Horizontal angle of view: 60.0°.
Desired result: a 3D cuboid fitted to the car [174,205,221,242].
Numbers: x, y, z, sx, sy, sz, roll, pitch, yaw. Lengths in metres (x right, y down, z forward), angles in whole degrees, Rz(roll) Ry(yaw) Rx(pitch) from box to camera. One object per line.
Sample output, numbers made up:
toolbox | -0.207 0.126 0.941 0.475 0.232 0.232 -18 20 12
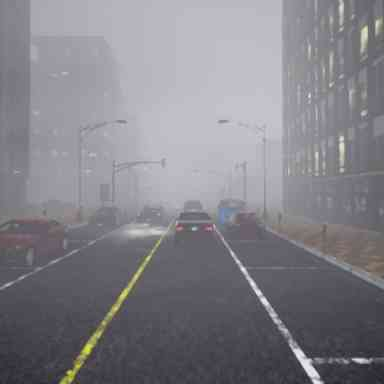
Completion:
car | 0.100 1.595 16.487 2.033 1.411 5.357 0 0 0

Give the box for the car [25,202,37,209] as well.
car | -22.959 1.594 43.606 4.829 1.417 1.752 0 -1 0

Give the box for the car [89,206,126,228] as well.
car | -5.687 1.633 22.834 1.947 1.339 4.313 0 0 0

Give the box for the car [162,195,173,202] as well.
car | -5.690 1.779 72.963 1.752 1.417 4.829 0 0 0

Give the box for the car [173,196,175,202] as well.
car | -5.689 1.618 84.212 2.192 1.841 5.009 0 0 0

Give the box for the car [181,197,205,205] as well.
car | 0.159 1.579 33.591 1.882 1.535 5.008 0 0 2

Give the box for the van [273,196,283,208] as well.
van | 14.899 1.576 52.080 3.998 1.788 1.690 0 -1 0

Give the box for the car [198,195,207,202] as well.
car | 2.692 1.618 84.213 2.192 1.841 5.009 0 0 0

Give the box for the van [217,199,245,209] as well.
van | 2.661 1.408 22.809 1.690 1.788 3.998 0 0 0

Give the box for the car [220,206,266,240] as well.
car | 2.660 1.632 17.119 1.802 1.307 4.206 0 0 0

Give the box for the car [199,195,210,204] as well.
car | 2.692 1.757 67.765 1.752 1.417 4.829 0 0 0

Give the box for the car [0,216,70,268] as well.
car | -5.687 1.578 11.456 1.887 1.381 4.507 0 0 0

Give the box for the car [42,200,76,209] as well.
car | -17.467 1.661 43.619 4.206 1.307 1.802 0 -1 0

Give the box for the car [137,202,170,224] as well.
car | -3.081 1.678 25.912 1.895 1.301 4.718 0 0 0
